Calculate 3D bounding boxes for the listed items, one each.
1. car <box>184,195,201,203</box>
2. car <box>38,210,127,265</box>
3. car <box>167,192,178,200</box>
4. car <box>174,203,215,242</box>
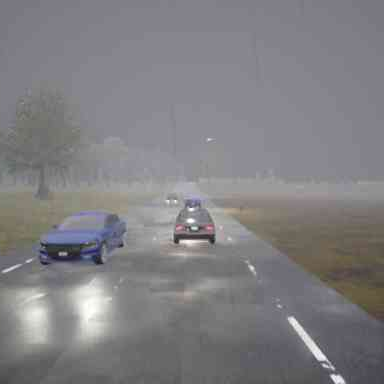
[{"bbox_3d":[0.097,1.133,39.552,1.882,1.535,5.008,0,1,0],"label":"car"},{"bbox_3d":[-3.602,1.446,11.781,1.882,1.535,5.008,0,0,0],"label":"car"},{"bbox_3d":[-3.508,0.734,59.876,2.033,1.411,5.357,0,2,0],"label":"car"},{"bbox_3d":[0.101,1.486,15.854,2.033,1.411,5.357,0,1,0],"label":"car"}]
